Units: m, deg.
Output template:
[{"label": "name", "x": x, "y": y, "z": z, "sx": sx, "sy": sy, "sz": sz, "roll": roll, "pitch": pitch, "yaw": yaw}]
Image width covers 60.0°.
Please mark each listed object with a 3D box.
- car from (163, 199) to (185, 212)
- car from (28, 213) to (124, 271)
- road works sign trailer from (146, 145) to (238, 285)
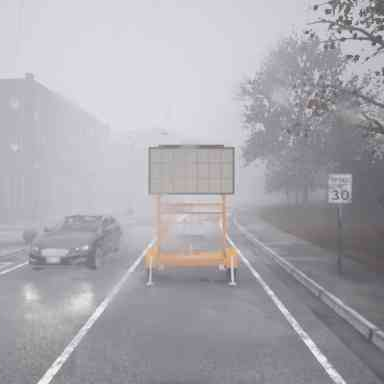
[{"label": "car", "x": -1.848, "y": 1.532, "z": 35.880, "sx": 1.812, "sy": 1.442, "sz": 4.674, "roll": 0, "pitch": 0, "yaw": 8}, {"label": "car", "x": -3.559, "y": 1.494, "z": 11.040, "sx": 2.128, "sy": 1.511, "sz": 4.902, "roll": 0, "pitch": 0, "yaw": 0}, {"label": "road works sign trailer", "x": -0.013, "y": 0.467, "z": 9.471, "sx": 2.380, "sy": 3.560, "sz": 2.880, "roll": 0, "pitch": 0, "yaw": 0}]
